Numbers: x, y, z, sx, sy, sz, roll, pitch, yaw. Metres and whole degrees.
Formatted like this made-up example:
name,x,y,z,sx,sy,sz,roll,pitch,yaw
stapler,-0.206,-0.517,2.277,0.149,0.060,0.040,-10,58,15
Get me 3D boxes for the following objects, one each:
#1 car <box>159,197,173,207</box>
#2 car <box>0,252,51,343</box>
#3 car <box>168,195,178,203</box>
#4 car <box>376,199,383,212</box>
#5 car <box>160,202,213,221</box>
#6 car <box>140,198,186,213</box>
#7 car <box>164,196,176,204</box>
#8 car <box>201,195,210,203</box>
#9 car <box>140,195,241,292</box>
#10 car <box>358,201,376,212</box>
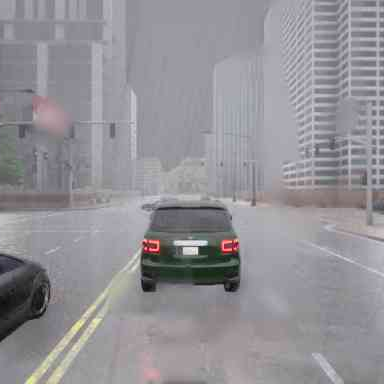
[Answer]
name,x,y,z,sx,sy,sz,roll,pitch,yaw
car,-4.054,1.505,52.414,1.837,1.490,4.892,0,0,0
car,-3.622,1.564,4.563,1.994,1.385,4.181,0,0,0
car,-4.159,1.478,73.091,1.882,1.535,5.008,0,0,-1
car,22.112,1.477,33.972,5.008,1.535,1.882,0,0,-1
car,-0.396,1.564,27.844,1.994,1.385,4.181,0,0,44
car,-3.141,1.477,37.107,5.008,1.535,1.882,0,0,-1
car,-4.120,1.525,62.634,1.812,1.442,4.674,0,0,0
car,2.907,1.502,72.017,1.837,1.490,4.892,0,0,-1
car,-0.027,1.221,9.056,2.150,2.045,5.566,0,0,0
car,21.690,1.547,37.467,5.357,1.411,2.033,0,0,-1
